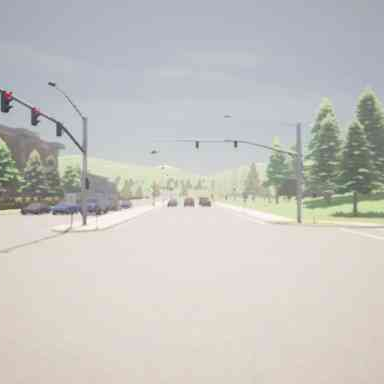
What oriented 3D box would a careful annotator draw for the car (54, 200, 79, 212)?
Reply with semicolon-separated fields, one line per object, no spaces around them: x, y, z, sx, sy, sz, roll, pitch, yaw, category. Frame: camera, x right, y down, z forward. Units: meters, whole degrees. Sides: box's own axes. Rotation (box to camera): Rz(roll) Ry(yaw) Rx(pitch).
-18.902;2.080;50.193;1.882;1.535;5.008;0;-1;-1;car

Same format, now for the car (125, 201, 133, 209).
-12.004;2.273;60.550;2.033;1.411;5.357;0;-1;0;car

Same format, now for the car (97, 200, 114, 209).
-15.492;2.195;59.853;1.882;1.535;5.008;0;-1;0;car

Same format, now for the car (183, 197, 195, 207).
-0.589;2.035;67.877;2.150;2.045;5.566;0;-1;-1;car

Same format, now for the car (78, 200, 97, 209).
-18.990;2.232;60.625;1.837;1.490;4.892;0;-1;-1;car

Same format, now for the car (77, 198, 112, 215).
-11.773;1.709;40.580;2.150;2.045;5.566;0;-1;-1;car

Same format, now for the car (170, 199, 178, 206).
-4.251;2.426;78.372;1.812;1.442;4.674;0;-1;-1;car

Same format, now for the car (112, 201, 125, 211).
-11.905;2.108;50.256;1.837;1.490;4.892;0;-1;-1;car

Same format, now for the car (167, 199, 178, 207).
-4.087;2.357;67.753;2.033;1.411;5.357;0;-1;-1;car

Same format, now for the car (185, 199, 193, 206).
-0.751;2.403;78.426;1.837;1.490;4.892;0;-1;-1;car

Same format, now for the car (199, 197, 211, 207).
2.905;2.320;68.297;1.837;1.490;4.892;0;-1;-1;car

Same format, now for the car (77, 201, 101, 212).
-15.399;2.089;49.799;2.128;1.511;4.902;0;-1;-1;car

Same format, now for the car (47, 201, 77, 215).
-15.269;1.963;40.395;1.882;1.535;5.008;0;-1;-1;car

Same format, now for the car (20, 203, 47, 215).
-18.771;2.034;40.462;2.033;1.411;5.357;0;-1;-1;car
